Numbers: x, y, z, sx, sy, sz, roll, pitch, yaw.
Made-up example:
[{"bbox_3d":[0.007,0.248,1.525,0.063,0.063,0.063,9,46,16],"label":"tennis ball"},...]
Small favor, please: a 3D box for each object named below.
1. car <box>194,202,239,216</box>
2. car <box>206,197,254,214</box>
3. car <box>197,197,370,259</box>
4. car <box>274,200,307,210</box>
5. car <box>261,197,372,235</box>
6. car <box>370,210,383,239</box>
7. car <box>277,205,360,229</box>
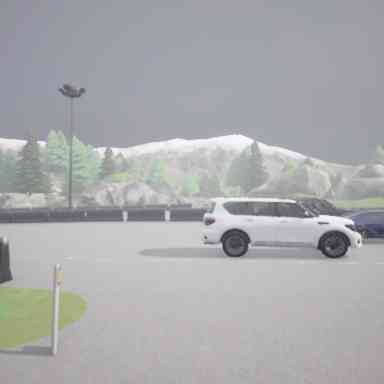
[{"bbox_3d":[2.807,1.865,37.161,4.892,1.490,1.837,0,-1,6],"label":"car"},{"bbox_3d":[4.608,1.618,40.489,5.566,2.045,2.150,0,-1,6],"label":"car"},{"bbox_3d":[3.111,1.229,12.277,5.566,2.045,2.150,0,-1,6],"label":"car"},{"bbox_3d":[15.113,2.011,51.163,4.674,1.442,1.812,0,-1,39],"label":"car"},{"bbox_3d":[6.839,1.304,18.912,5.566,2.045,2.150,0,-1,6],"label":"car"},{"bbox_3d":[8.678,1.545,15.185,4.674,1.442,1.812,0,-1,6],"label":"car"},{"bbox_3d":[8.341,1.625,22.264,4.892,1.490,1.837,0,-1,6],"label":"car"}]
